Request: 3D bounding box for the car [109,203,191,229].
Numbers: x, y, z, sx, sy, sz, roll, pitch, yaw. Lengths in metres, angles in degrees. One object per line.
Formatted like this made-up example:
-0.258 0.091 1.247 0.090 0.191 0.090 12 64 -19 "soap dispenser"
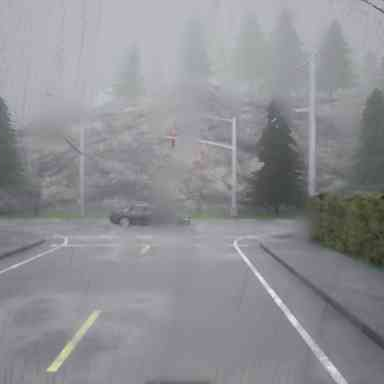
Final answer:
-2.518 1.466 20.283 4.892 1.490 1.837 1 0 1 "car"
